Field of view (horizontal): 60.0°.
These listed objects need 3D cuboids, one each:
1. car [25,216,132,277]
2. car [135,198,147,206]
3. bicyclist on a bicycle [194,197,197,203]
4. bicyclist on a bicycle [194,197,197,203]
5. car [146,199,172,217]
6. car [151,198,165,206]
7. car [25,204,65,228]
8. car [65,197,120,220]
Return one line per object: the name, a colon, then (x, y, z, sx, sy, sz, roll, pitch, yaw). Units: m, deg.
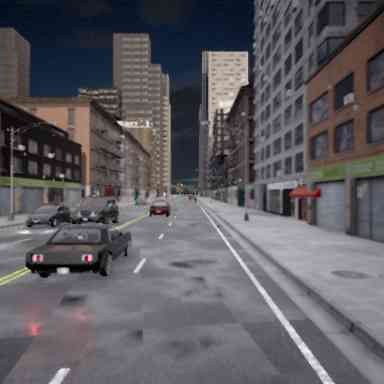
car: (-3.151, 1.660, 10.382, 1.895, 1.301, 4.718, 0, 0, 0)
car: (-9.770, 1.931, 63.880, 1.837, 1.490, 4.892, 0, 0, 1)
bicyclist on a bicycle: (0.890, 1.886, 74.636, 0.659, 1.776, 1.843, 0, 0, 0)
bicyclist on a bicycle: (0.885, 2.020, 83.637, 0.866, 1.612, 1.509, 0, 0, 0)
car: (-3.151, 1.691, 33.916, 1.882, 1.535, 5.008, 0, 0, 0)
car: (-6.514, 1.979, 63.881, 2.033, 1.411, 5.357, 0, 0, 0)
car: (-9.847, 1.645, 23.363, 1.837, 1.490, 4.892, 0, 0, 0)
car: (-6.601, 1.364, 23.357, 2.150, 2.045, 5.566, 0, -1, 0)
